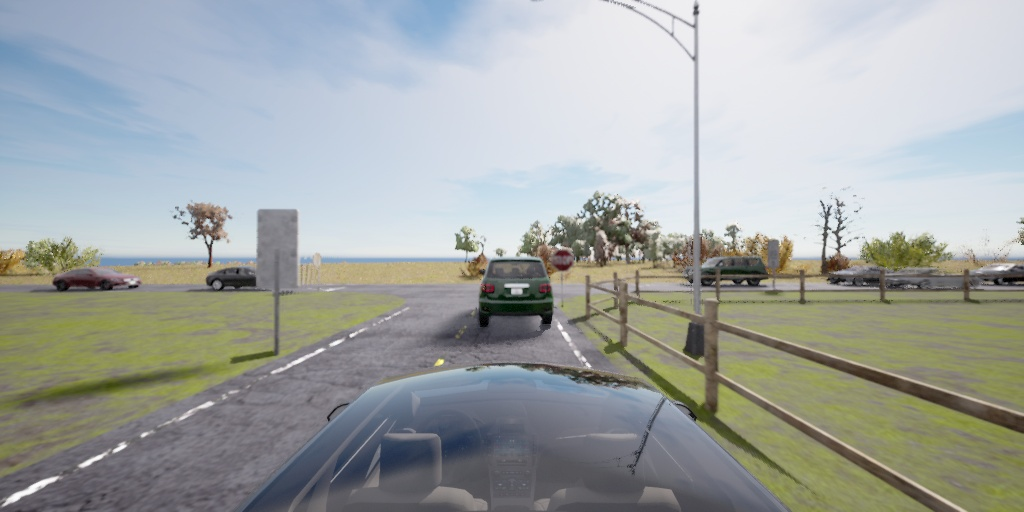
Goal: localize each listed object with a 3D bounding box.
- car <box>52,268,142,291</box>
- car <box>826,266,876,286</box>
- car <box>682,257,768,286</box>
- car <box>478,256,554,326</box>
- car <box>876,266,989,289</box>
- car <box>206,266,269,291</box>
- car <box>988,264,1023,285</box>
[{"bbox_3d":[-27.119,1.480,23.470,4.674,1.442,1.812,0,0,1],"label":"car"},{"bbox_3d":[25.430,1.400,25.970,4.181,1.385,1.994,0,0,0],"label":"car"},{"bbox_3d":[15.389,1.078,26.058,5.566,2.045,2.150,0,0,0],"label":"car"},{"bbox_3d":[0.054,1.036,12.163,2.150,2.045,5.566,0,0,-2],"label":"car"},{"bbox_3d":[26.839,1.418,23.006,4.718,1.301,1.895,0,0,0],"label":"car"},{"bbox_3d":[-17.095,1.430,23.375,4.892,1.490,1.837,0,0,1],"label":"car"},{"bbox_3d":[35.639,1.314,25.869,4.902,1.511,2.128,0,0,1],"label":"car"}]
